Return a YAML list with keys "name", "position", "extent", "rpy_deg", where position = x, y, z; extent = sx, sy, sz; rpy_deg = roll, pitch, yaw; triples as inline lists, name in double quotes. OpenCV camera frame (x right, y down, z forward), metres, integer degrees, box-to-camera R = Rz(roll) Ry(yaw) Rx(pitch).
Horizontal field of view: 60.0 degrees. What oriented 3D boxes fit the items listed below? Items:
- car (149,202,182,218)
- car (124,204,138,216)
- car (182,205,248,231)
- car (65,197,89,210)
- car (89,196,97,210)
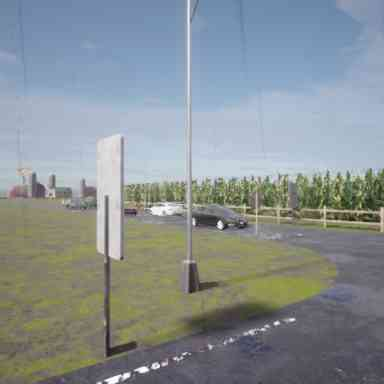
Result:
- name: "car"
  position: [-2.648, 1.780, 33.548]
  extent: [1.812, 1.442, 4.674]
  rpy_deg: [0, -1, -34]
- name: "car"
  position: [-7.444, 1.885, 35.335]
  extent: [1.895, 1.301, 4.718]
  rpy_deg: [0, -1, -34]
- name: "car"
  position: [1.635, 1.640, 22.079]
  extent: [1.837, 1.490, 4.892]
  rpy_deg: [0, 0, -35]
- name: "car"
  position: [-17.866, 1.860, 50.733]
  extent: [2.097, 1.767, 4.553]
  rpy_deg: [0, -1, -34]
- name: "car"
  position: [-15.573, 1.688, 52.391]
  extent: [2.150, 2.045, 5.566]
  rpy_deg: [0, 0, -34]
